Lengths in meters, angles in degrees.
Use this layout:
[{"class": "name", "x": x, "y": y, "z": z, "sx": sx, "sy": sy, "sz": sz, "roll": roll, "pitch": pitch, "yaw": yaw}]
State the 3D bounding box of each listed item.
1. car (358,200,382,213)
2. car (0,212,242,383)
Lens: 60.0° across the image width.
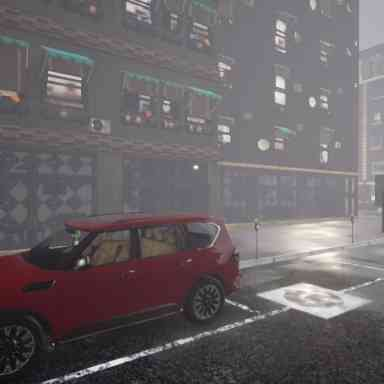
[{"class": "car", "x": 20.139, "y": 1.538, "z": 37.349, "sx": 1.887, "sy": 1.381, "sz": 4.507, "roll": 1, "pitch": 0, "yaw": -36}, {"class": "car", "x": -1.383, "y": 1.316, "z": 5.569, "sx": 5.009, "sy": 1.841, "sz": 2.192, "roll": 0, "pitch": 1, "yaw": -36}]
